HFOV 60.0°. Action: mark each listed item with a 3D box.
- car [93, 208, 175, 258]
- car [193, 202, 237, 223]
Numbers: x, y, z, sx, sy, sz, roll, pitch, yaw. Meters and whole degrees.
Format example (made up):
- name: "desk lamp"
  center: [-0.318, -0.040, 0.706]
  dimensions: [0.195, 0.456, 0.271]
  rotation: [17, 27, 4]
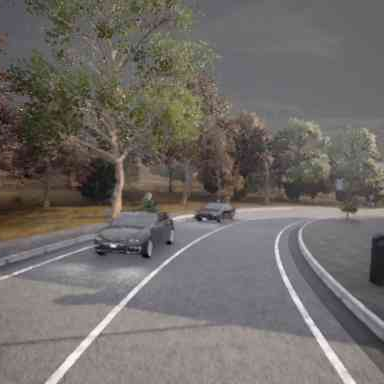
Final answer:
- name: "car"
  center: [-1.961, 1.420, 12.676]
  dimensions: [1.837, 1.490, 4.892]
  rotation: [2, 0, 11]
- name: "car"
  center: [1.911, 1.470, 25.186]
  dimensions: [2.033, 1.411, 5.357]
  rotation: [3, 1, 23]
